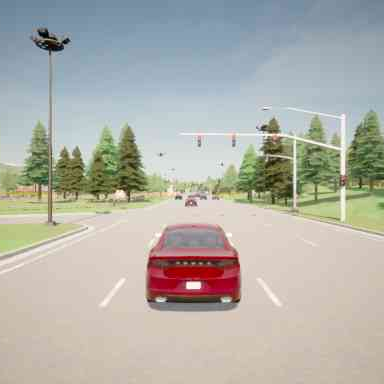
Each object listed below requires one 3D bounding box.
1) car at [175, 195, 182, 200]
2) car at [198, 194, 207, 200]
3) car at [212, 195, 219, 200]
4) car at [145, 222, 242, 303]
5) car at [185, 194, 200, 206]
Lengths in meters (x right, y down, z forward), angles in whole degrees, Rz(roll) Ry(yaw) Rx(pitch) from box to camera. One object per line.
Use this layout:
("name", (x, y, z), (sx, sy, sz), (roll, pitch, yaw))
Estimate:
("car", (-3.772, 1.478, 94.313), (1.882, 1.535, 5.008), (0, 0, 0))
("car", (3.228, 1.524, 94.334), (1.812, 1.442, 4.674), (0, 0, 0))
("car", (6.728, 1.525, 94.344), (2.128, 1.511, 4.902), (0, 0, 0))
("car", (0.039, 1.478, 8.275), (1.882, 1.535, 5.008), (0, 0, 0))
("car", (-0.151, 1.525, 52.877), (1.812, 1.442, 4.674), (0, 0, 0))
